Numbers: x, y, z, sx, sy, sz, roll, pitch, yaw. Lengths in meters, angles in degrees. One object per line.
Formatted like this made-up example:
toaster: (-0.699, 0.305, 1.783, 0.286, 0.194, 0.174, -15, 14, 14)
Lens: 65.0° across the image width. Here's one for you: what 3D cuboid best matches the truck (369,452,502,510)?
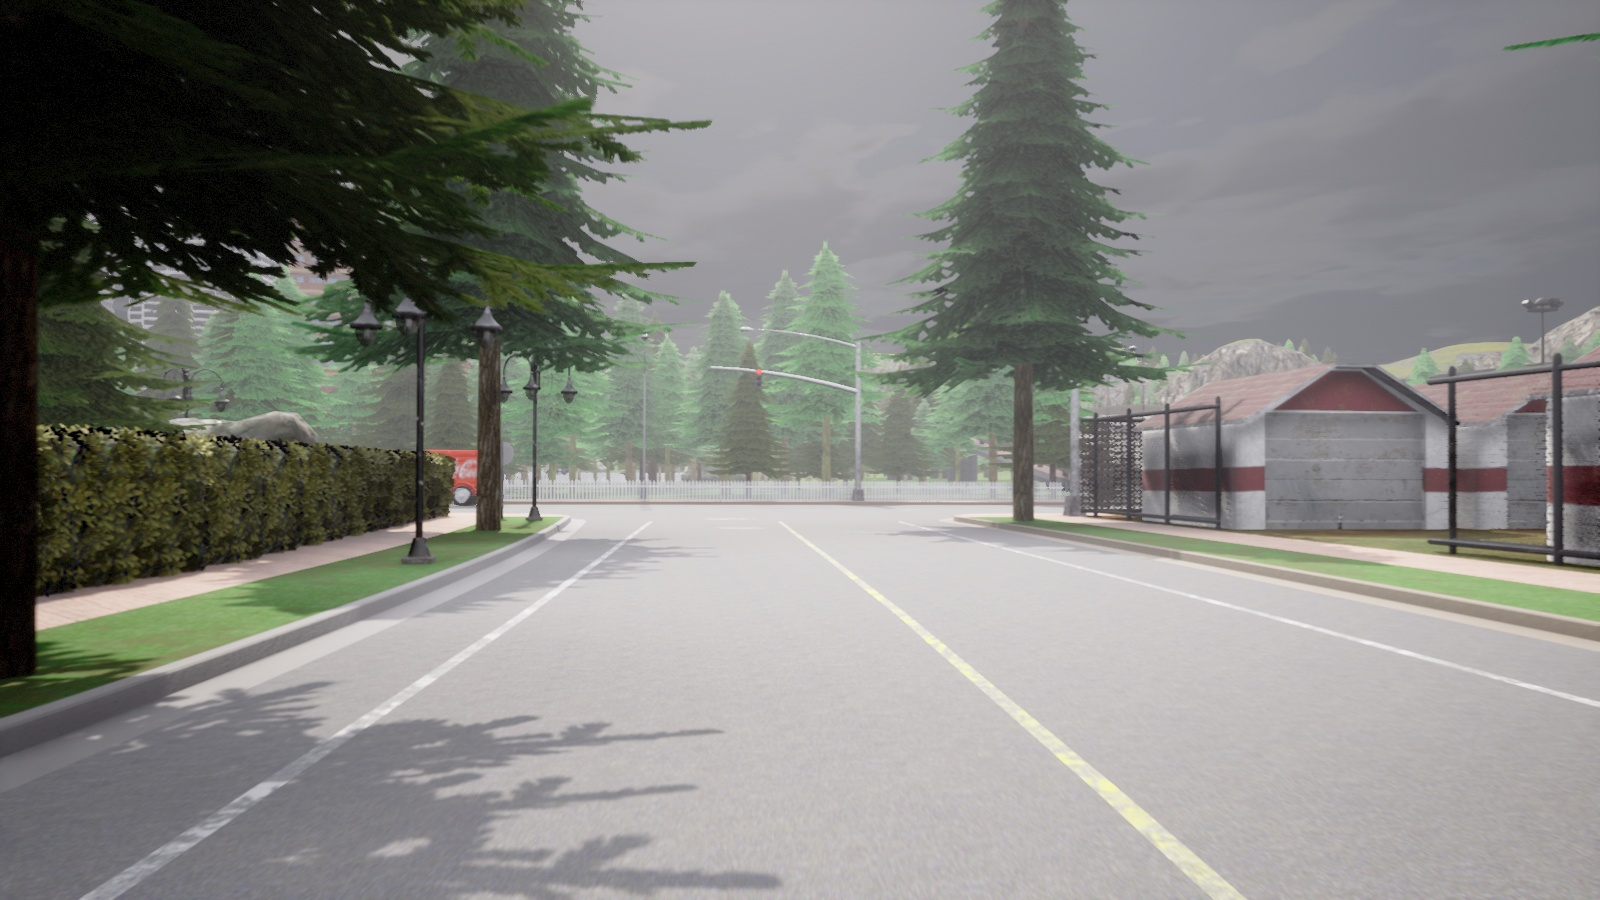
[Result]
truck: (-15.915, 1.356, 55.169, 5.204, 2.467, 2.627, 0, -1, -6)
